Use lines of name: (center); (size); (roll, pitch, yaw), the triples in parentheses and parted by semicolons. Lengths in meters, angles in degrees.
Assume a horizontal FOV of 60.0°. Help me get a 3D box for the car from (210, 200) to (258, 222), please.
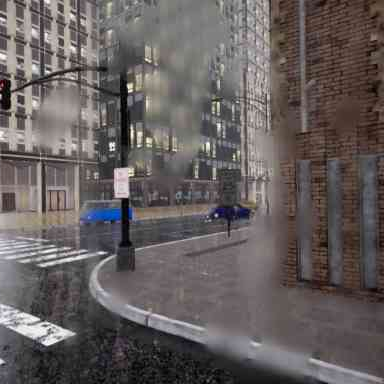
car: (3.141, 1.546, 26.325); (1.812, 1.442, 4.674); (-1, -1, 36)

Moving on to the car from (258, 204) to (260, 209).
car: (6.812, 1.689, 41.400); (1.752, 1.417, 4.829); (-2, -1, 36)

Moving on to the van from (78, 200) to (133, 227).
van: (-6.020, 1.460, 23.488); (1.690, 1.788, 3.998); (-2, -1, 36)
